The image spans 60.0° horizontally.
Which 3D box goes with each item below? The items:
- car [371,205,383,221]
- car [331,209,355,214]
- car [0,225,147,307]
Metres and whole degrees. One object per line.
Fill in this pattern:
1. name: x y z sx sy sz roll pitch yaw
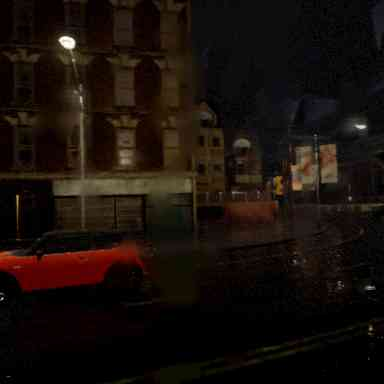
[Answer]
1. car: 22.063 2.299 37.693 2.097 1.767 4.553 -2 -2 8
2. car: 19.213 2.403 42.590 1.994 1.385 4.181 -2 -2 2
3. car: -3.641 1.860 9.205 4.553 1.767 2.097 -1 -3 -20
